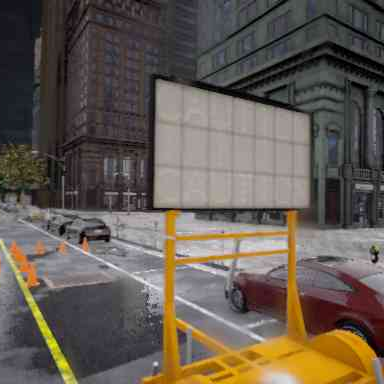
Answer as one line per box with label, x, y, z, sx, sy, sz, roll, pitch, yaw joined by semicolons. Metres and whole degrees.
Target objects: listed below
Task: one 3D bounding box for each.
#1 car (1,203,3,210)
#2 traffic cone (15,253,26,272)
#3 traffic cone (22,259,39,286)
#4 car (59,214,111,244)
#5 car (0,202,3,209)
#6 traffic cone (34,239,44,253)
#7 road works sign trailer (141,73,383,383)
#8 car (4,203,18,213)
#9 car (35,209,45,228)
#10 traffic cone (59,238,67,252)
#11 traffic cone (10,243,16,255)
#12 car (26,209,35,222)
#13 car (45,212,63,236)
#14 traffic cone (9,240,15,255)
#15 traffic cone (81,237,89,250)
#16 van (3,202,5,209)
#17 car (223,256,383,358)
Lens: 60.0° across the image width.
car;-40.558;3.470;73.579;1.947;1.339;4.313;1;-2;-32
traffic cone;-5.442;2.270;10.778;0.340;0.580;0.340;2;-2;-32
traffic cone;-4.370;2.225;9.091;0.340;0.580;0.340;2;-2;-32
car;-6.055;2.164;19.271;1.947;1.339;4.313;1;-2;-32
car;-46.739;3.642;83.310;1.752;1.417;4.829;1;-2;-32
traffic cone;-6.743;2.387;14.689;0.340;0.580;0.340;2;-2;-32
road works sign trailer;0.451;0.618;3.983;2.380;3.560;2.880;2;-2;-33
car;-34.559;3.217;64.137;1.752;1.417;4.829;1;-2;-32
car;-11.634;2.374;28.052;2.008;1.369;4.403;1;-2;-32
traffic cone;-5.899;2.416;15.225;0.340;0.580;0.340;2;-2;-32
traffic cone;-6.515;2.314;12.466;0.340;0.580;0.340;2;-2;-32
car;-17.304;2.571;36.978;1.752;1.417;4.829;1;-2;-32
car;-8.845;2.277;23.662;1.947;1.339;4.313;1;-2;-32
traffic cone;-7.587;2.358;14.154;0.340;0.580;0.340;2;-2;-32
traffic cone;-5.056;2.446;15.760;0.340;0.580;0.340;2;-2;-32
van;-37.512;3.138;68.792;1.690;1.788;3.998;1;-2;-32
car;2.314;1.834;6.101;1.802;1.307;4.206;1;-2;-32
